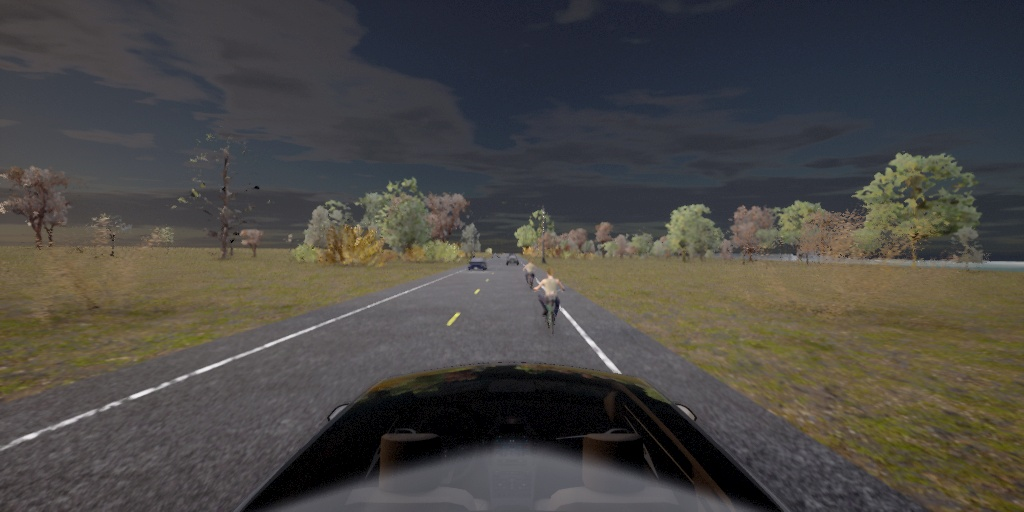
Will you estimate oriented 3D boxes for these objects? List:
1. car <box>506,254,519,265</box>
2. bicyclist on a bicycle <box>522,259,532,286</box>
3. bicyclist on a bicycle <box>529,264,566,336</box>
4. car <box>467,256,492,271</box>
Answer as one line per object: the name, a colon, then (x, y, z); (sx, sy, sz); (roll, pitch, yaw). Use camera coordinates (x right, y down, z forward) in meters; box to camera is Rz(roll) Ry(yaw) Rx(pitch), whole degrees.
car: (0.088, 0.597, 55.678); (1.812, 1.442, 4.674); (0, 1, 0)
bicyclist on a bicycle: (0.967, 0.969, 19.071); (0.866, 1.612, 1.509); (0, 1, 0)
bicyclist on a bicycle: (0.955, 1.095, 9.061); (0.866, 1.612, 1.509); (0, 0, 0)
car: (-3.596, 0.837, 38.381); (2.033, 1.411, 5.357); (0, 1, 0)
